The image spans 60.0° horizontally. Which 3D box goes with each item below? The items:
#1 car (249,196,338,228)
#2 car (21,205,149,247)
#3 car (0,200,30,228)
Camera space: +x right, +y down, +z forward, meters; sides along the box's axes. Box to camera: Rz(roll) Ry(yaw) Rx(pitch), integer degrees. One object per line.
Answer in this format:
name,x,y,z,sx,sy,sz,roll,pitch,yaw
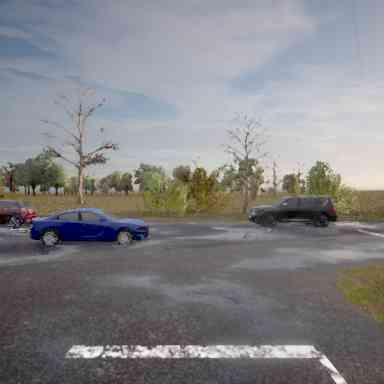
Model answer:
car,6.580,1.272,21.820,5.566,2.045,2.150,0,0,-1
car,-4.391,1.473,14.572,5.008,1.535,1.882,0,0,-1
car,-12.499,1.299,21.381,4.553,1.767,2.097,0,0,-2
